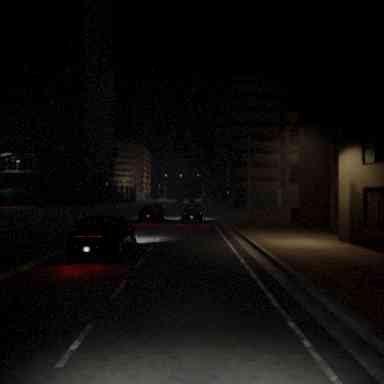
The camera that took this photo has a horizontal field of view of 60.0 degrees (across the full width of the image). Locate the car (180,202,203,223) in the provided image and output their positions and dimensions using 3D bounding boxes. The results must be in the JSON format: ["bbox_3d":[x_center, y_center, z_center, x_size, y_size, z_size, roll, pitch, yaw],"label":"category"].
[{"bbox_3d":[-0.001,1.842,28.882,1.812,1.442,4.674,0,0,1],"label":"car"}]

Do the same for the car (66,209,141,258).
[{"bbox_3d":[-3.496,1.656,13.484,1.837,1.490,4.892,0,0,0],"label":"car"}]

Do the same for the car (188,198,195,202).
[{"bbox_3d":[-0.097,2.515,93.876,1.837,1.490,4.892,0,-1,0],"label":"car"}]

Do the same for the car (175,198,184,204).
[{"bbox_3d":[-3.597,2.370,93.850,2.097,1.767,4.553,0,-1,0],"label":"car"}]

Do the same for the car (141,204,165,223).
[{"bbox_3d":[-3.499,1.797,29.218,1.882,1.535,5.008,0,0,1],"label":"car"}]
